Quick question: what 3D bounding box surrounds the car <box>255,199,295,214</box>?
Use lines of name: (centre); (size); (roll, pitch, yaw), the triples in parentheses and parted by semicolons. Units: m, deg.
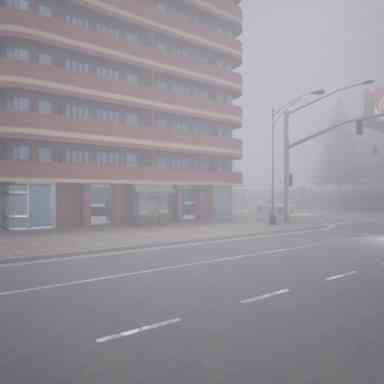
car: (8.903, 1.525, 36.193); (1.812, 1.442, 4.674); (0, 0, -36)
